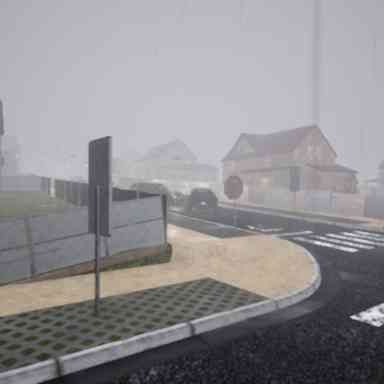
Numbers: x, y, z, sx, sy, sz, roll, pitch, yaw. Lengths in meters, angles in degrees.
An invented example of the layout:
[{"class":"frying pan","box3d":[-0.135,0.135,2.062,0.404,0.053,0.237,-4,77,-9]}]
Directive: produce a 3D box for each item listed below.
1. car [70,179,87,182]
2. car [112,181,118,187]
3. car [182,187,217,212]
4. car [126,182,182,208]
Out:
[{"class":"car","box3d":[-16.606,-1.686,48.506,2.033,1.411,5.357,0,3,-28]},{"class":"car","box3d":[-9.058,-0.504,34.959,1.837,1.490,4.892,0,5,-30]},{"class":"car","box3d":[0.558,0.413,22.837,1.882,1.535,5.008,2,3,-4]},{"class":"car","box3d":[-2.678,0.105,24.240,4.553,1.767,2.097,4,3,22]}]
